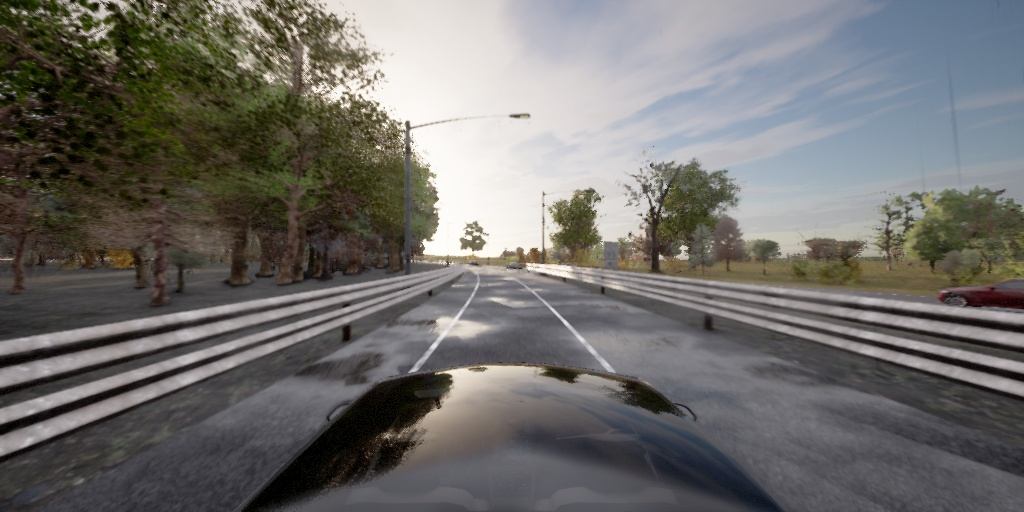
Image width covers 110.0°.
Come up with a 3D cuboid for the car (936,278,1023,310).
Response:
[{"bbox_3d":[20.683,1.607,14.462,1.812,1.442,4.674,0,0,-21],"label":"car"}]

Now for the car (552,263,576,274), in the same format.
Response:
[{"bbox_3d":[7.211,1.756,49.990,2.128,1.511,4.902,0,0,-21],"label":"car"}]
